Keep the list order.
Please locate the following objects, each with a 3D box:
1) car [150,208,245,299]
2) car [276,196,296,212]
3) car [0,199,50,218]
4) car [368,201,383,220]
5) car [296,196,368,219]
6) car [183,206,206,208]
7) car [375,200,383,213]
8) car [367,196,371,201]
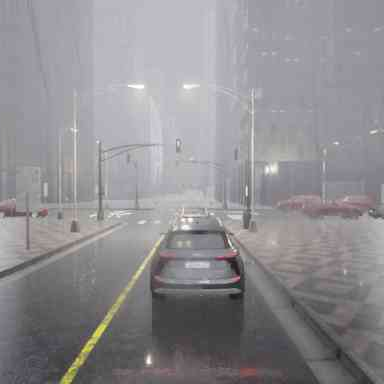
[{"bbox_3d":[0.126,1.428,8.434,2.033,1.649,4.856,0,0,1],"label":"car"},{"bbox_3d":[12.187,1.325,37.727,5.009,1.841,2.192,0,1,0],"label":"car"},{"bbox_3d":[-14.857,1.567,29.183,4.507,1.381,1.887,0,1,0],"label":"car"},{"bbox_3d":[17.827,1.742,29.211,4.313,1.339,1.947,0,1,0],"label":"car"},{"bbox_3d":[12.184,1.463,29.204,5.009,1.841,2.192,0,1,0],"label":"car"},{"bbox_3d":[0.133,1.507,17.521,1.837,1.490,4.892,0,0,0],"label":"car"},{"bbox_3d":[23.472,1.634,37.740,4.313,1.339,1.947,0,1,0],"label":"car"},{"bbox_3d":[17.831,1.353,37.732,5.009,1.841,2.192,0,1,0],"label":"car"}]
